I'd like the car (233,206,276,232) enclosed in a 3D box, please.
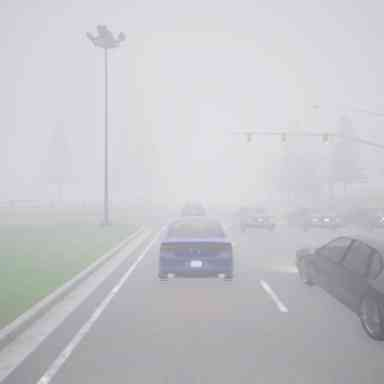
[{"bbox_3d":[3.596,1.519,19.985,2.033,1.411,5.357,0,0,0],"label":"car"}]

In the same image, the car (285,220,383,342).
[{"bbox_3d":[3.601,1.538,6.385,2.033,1.411,5.357,0,0,0],"label":"car"}]

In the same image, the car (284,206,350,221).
[{"bbox_3d":[7.092,1.519,19.985,2.033,1.411,5.357,0,0,0],"label":"car"}]

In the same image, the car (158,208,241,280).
[{"bbox_3d":[0.098,1.463,9.965,1.882,1.535,5.008,0,0,0],"label":"car"}]

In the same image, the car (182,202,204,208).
[{"bbox_3d":[0.096,1.523,28.275,1.994,1.385,4.181,0,0,0],"label":"car"}]

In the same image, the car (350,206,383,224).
[{"bbox_3d":[10.601,1.519,19.851,2.033,1.411,5.357,0,0,0],"label":"car"}]
